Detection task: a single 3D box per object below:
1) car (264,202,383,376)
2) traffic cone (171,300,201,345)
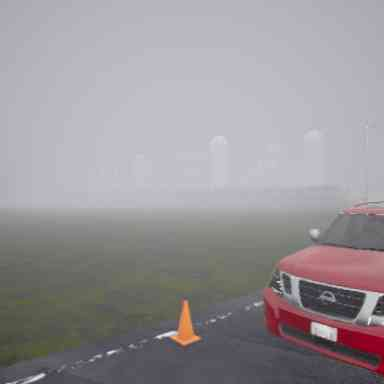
[{"bbox_3d":[3.529,1.218,5.633,5.566,2.045,2.150,0,0,-42],"label":"car"},{"bbox_3d":[-0.093,1.971,5.141,0.340,0.580,0.340,0,0,-39],"label":"traffic cone"}]
